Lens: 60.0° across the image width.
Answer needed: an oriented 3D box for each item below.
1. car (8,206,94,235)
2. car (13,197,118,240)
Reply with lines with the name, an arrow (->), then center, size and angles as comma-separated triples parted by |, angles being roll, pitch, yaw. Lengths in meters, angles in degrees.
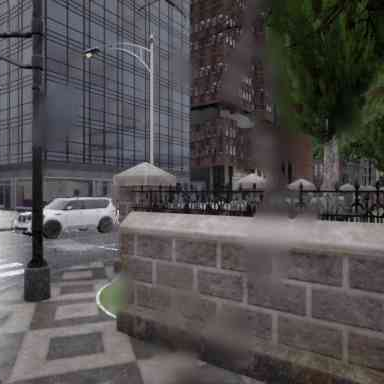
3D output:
car -> -8.425, 1.632, 20.205 | 2.008, 1.369, 4.403 | 0, -1, 36
car -> -6.616, 1.300, 18.157 | 2.150, 2.045, 5.566 | 0, -1, 36
